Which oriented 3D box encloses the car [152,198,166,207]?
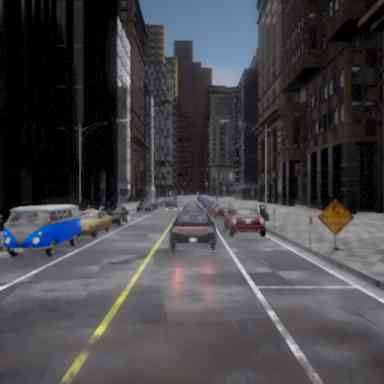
[{"bbox_3d":[-5.748,1.822,58.206,2.008,1.369,4.403,0,0,0],"label":"car"}]

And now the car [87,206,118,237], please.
[{"bbox_3d":[-5.695,1.610,18.495,1.752,1.417,4.829,0,0,0],"label":"car"}]

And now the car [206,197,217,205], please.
[{"bbox_3d":[2.806,1.604,35.627,1.967,1.590,4.097,0,0,0],"label":"car"}]

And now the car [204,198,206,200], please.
[{"bbox_3d":[2.800,1.736,41.275,1.887,1.381,4.507,0,0,0],"label":"car"}]

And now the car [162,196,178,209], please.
[{"bbox_3d":[-3.148,1.786,51.413,2.033,1.411,5.357,0,0,0],"label":"car"}]

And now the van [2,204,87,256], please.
[{"bbox_3d":[-5.689,1.401,13.017,1.690,1.788,3.998,0,0,0],"label":"van"}]

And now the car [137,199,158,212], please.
[{"bbox_3d":[-5.725,1.757,41.260,1.947,1.339,4.313,0,0,0],"label":"car"}]

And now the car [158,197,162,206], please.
[{"bbox_3d":[-5.733,1.762,46.908,1.887,1.381,4.507,0,0,0],"label":"car"}]

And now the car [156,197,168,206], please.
[{"bbox_3d":[-5.756,1.739,63.856,1.967,1.590,4.097,0,0,0],"label":"car"}]

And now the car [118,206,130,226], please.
[{"bbox_3d":[-5.703,1.677,24.314,1.947,1.339,4.313,0,0,0],"label":"car"}]

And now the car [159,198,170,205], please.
[{"bbox_3d":[-5.763,1.877,69.504,2.008,1.369,4.403,0,0,0],"label":"car"}]

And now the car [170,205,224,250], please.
[{"bbox_3d":[0.054,1.559,14.717,2.128,1.511,4.902,0,0,0],"label":"car"}]

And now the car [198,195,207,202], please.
[{"bbox_3d":[2.739,1.723,86.465,2.192,1.841,5.009,0,0,0],"label":"car"}]

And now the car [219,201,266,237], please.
[{"bbox_3d":[2.829,1.525,18.683,1.967,1.590,4.097,0,0,0],"label":"car"}]

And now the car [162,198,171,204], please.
[{"bbox_3d":[-5.770,1.935,75.152,1.802,1.307,4.206,0,0,0],"label":"car"}]

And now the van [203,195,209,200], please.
[{"bbox_3d":[2.791,1.559,46.925,1.690,1.788,3.998,0,0,0],"label":"van"}]

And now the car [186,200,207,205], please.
[{"bbox_3d":[0.036,1.703,30.272,1.994,1.385,4.181,0,0,0],"label":"car"}]

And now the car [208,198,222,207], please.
[{"bbox_3d":[2.814,1.578,29.979,1.967,1.590,4.097,0,0,0],"label":"car"}]

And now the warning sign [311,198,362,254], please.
[{"bbox_3d":[5.060,1.169,11.741,1.300,1.860,1.060,0,0,0],"label":"warning sign"}]

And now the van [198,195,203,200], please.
[{"bbox_3d":[2.760,1.667,69.519,1.690,1.788,3.998,0,0,0],"label":"van"}]

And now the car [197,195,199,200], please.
[{"bbox_3d":[2.754,1.898,75.167,1.887,1.381,4.507,0,0,0],"label":"car"}]

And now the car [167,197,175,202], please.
[{"bbox_3d":[-5.792,1.978,92.099,1.887,1.381,4.507,0,0,0],"label":"car"}]

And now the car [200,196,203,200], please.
[{"bbox_3d":[2.784,1.685,52.573,1.967,1.590,4.097,0,0,0],"label":"car"}]
